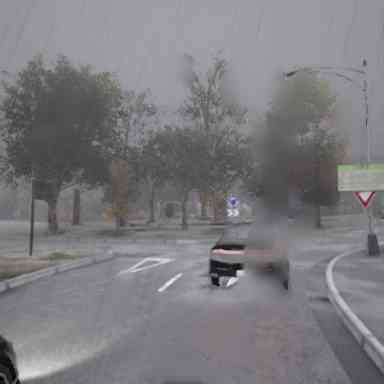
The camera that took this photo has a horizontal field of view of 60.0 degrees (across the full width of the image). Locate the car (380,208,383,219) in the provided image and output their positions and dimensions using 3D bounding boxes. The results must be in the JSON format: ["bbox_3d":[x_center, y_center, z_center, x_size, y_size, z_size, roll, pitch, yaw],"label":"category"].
[{"bbox_3d":[23.273,2.410,39.028,1.812,1.442,4.674,-2,-3,26],"label":"car"}]

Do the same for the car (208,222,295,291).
[{"bbox_3d":[1.787,1.602,9.345,2.128,1.511,4.902,-1,-3,17],"label":"car"}]

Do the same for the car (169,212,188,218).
[{"bbox_3d":[-4.478,6.773,93.167,4.892,1.521,2.231,0,-5,-11],"label":"car"}]

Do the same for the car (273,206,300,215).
[{"bbox_3d":[18.268,3.649,63.245,5.566,2.045,2.150,-3,-6,40],"label":"car"}]

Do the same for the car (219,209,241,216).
[{"bbox_3d":[7.320,4.161,66.663,4.902,1.511,2.128,-3,-5,18],"label":"car"}]

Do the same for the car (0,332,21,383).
[{"bbox_3d":[-2.855,1.572,1.795,1.994,1.385,4.181,0,0,3],"label":"car"}]
